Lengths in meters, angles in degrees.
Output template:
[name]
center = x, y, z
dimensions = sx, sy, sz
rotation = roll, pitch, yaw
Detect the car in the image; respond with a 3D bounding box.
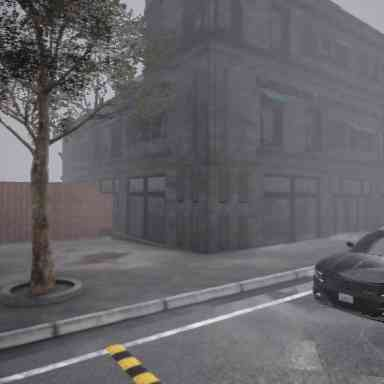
[car]
center = 4.571, 1.475, 6.951
dimensions = 5.008, 1.535, 1.882
rotation = 0, 0, -36
